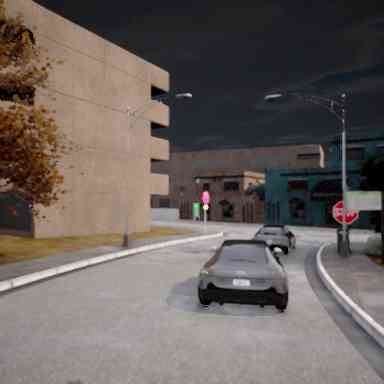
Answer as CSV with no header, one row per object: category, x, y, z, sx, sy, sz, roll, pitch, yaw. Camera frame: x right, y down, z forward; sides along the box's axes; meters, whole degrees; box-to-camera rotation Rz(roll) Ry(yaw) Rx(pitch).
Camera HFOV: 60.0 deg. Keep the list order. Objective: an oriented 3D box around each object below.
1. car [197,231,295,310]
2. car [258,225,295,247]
car,1.391,1.934,8.749,1.994,1.385,4.181,0,-3,11
car,4.584,2.531,18.488,1.994,1.385,4.181,0,-3,22
